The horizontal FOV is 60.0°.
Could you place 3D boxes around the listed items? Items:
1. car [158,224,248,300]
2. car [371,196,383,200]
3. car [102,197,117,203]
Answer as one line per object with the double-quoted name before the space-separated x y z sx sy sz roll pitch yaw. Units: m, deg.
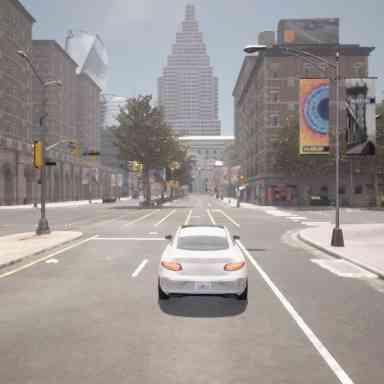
"car" 0.261 1.526 8.285 1.812 1.442 4.674 0 0 2
"car" 35.971 1.481 67.558 2.231 1.521 4.892 0 0 1
"car" -16.742 1.595 67.350 1.895 1.301 4.718 0 0 1
